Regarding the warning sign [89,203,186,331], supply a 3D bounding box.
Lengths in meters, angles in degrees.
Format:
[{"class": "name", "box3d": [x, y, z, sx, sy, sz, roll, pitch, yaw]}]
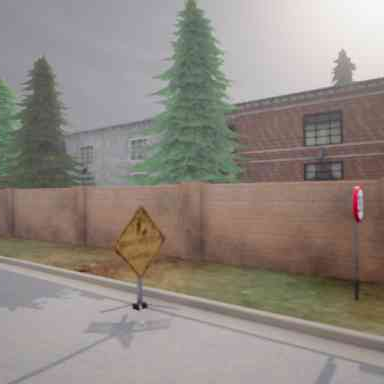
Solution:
[{"class": "warning sign", "box3d": [-0.918, 1.153, 5.815, 1.060, 1.860, 1.300, -1, 0, 36]}]
